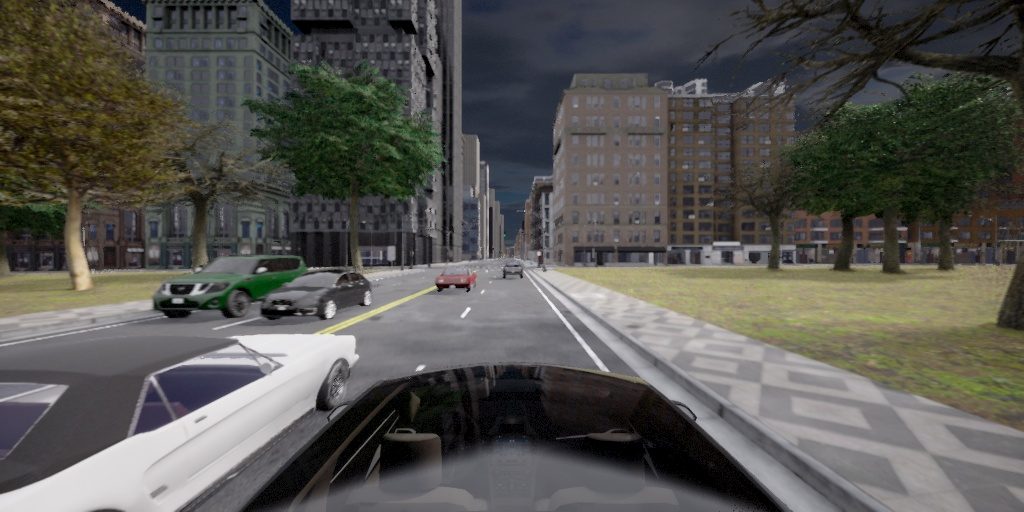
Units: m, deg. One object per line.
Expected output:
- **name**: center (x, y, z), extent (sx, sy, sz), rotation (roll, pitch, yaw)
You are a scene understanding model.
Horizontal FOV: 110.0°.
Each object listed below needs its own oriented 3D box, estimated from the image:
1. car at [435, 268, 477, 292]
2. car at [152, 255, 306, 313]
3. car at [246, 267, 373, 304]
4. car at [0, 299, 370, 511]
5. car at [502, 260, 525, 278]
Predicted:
- **car**: center (-3.155, 1.351, 21.216), extent (1.895, 1.301, 4.718), rotation (0, 0, 0)
- **car**: center (-9.757, 0.969, 13.242), extent (2.150, 2.045, 5.566), rotation (0, 0, 0)
- **car**: center (-6.514, 1.256, 12.590), extent (1.837, 1.490, 4.892), rotation (0, 0, 0)
- **car**: center (-3.150, 1.350, 3.116), extent (1.895, 1.301, 4.718), rotation (0, 0, 0)
- **car**: center (0.091, 1.251, 33.997), extent (2.128, 1.511, 4.902), rotation (0, 0, 0)
